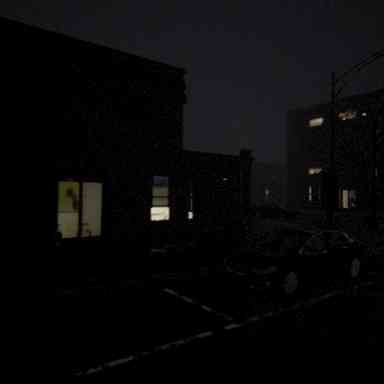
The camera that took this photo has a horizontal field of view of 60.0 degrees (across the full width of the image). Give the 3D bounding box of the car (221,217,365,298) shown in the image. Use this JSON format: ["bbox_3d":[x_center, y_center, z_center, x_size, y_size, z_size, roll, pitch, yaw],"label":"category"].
[{"bbox_3d":[2.714,1.562,8.479,4.403,1.369,2.008,0,1,-35],"label":"car"}]

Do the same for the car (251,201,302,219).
[{"bbox_3d":[7.222,1.648,28.427,1.887,1.381,4.507,1,-1,-35],"label":"car"}]

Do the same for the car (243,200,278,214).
[{"bbox_3d":[8.511,1.804,41.656,1.967,1.590,4.097,1,-1,-35],"label":"car"}]
